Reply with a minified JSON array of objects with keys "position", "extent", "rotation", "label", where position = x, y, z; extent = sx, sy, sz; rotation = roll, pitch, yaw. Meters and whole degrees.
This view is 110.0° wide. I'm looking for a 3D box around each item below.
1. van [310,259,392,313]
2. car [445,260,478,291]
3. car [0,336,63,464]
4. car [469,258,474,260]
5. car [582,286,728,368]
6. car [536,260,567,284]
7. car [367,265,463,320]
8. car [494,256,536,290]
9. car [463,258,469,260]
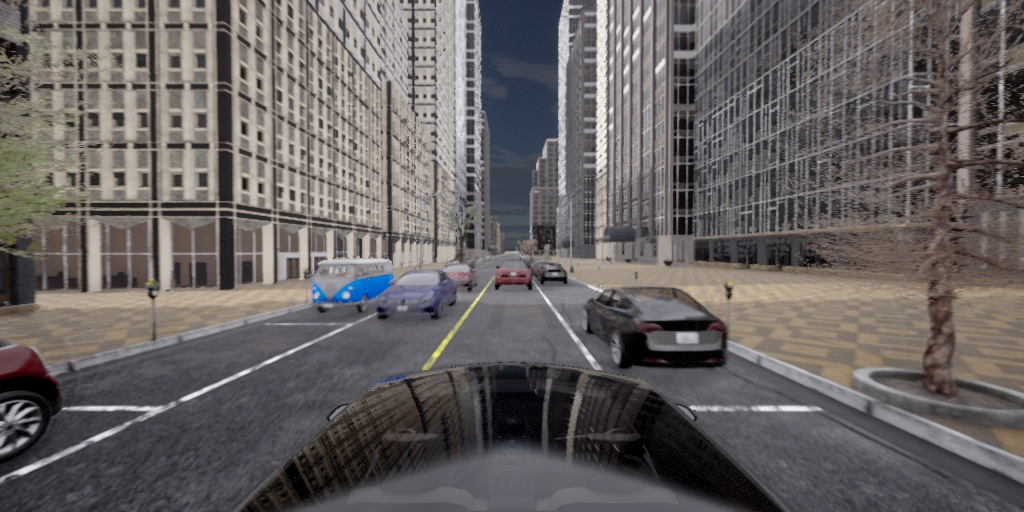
[{"position":[-5.694,1.001,13.215],"extent":[1.690,1.789,3.998],"rotation":[0,0,0],"label":"van"},{"position":[-3.001,1.145,20.385],"extent":[1.812,1.442,4.674],"rotation":[0,0,0],"label":"car"},{"position":[-5.694,1.187,1.932],"extent":[1.967,1.591,4.097],"rotation":[0,0,0],"label":"car"},{"position":[-5.692,0.958,47.061],"extent":[1.948,1.339,4.313],"rotation":[0,0,0],"label":"car"},{"position":[2.688,1.271,7.565],"extent":[1.948,1.339,4.313],"rotation":[0,0,0],"label":"car"},{"position":[2.689,1.138,24.493],"extent":[1.948,1.339,4.313],"rotation":[0,0,0],"label":"car"},{"position":[-3.041,1.193,12.329],"extent":[1.812,1.442,4.674],"rotation":[0,0,0],"label":"car"},{"position":[0.088,0.949,21.303],"extent":[2.097,1.767,4.553],"rotation":[0,0,0],"label":"car"},{"position":[-5.691,1.064,35.779],"extent":[1.802,1.307,4.207],"rotation":[0,0,0],"label":"car"}]
